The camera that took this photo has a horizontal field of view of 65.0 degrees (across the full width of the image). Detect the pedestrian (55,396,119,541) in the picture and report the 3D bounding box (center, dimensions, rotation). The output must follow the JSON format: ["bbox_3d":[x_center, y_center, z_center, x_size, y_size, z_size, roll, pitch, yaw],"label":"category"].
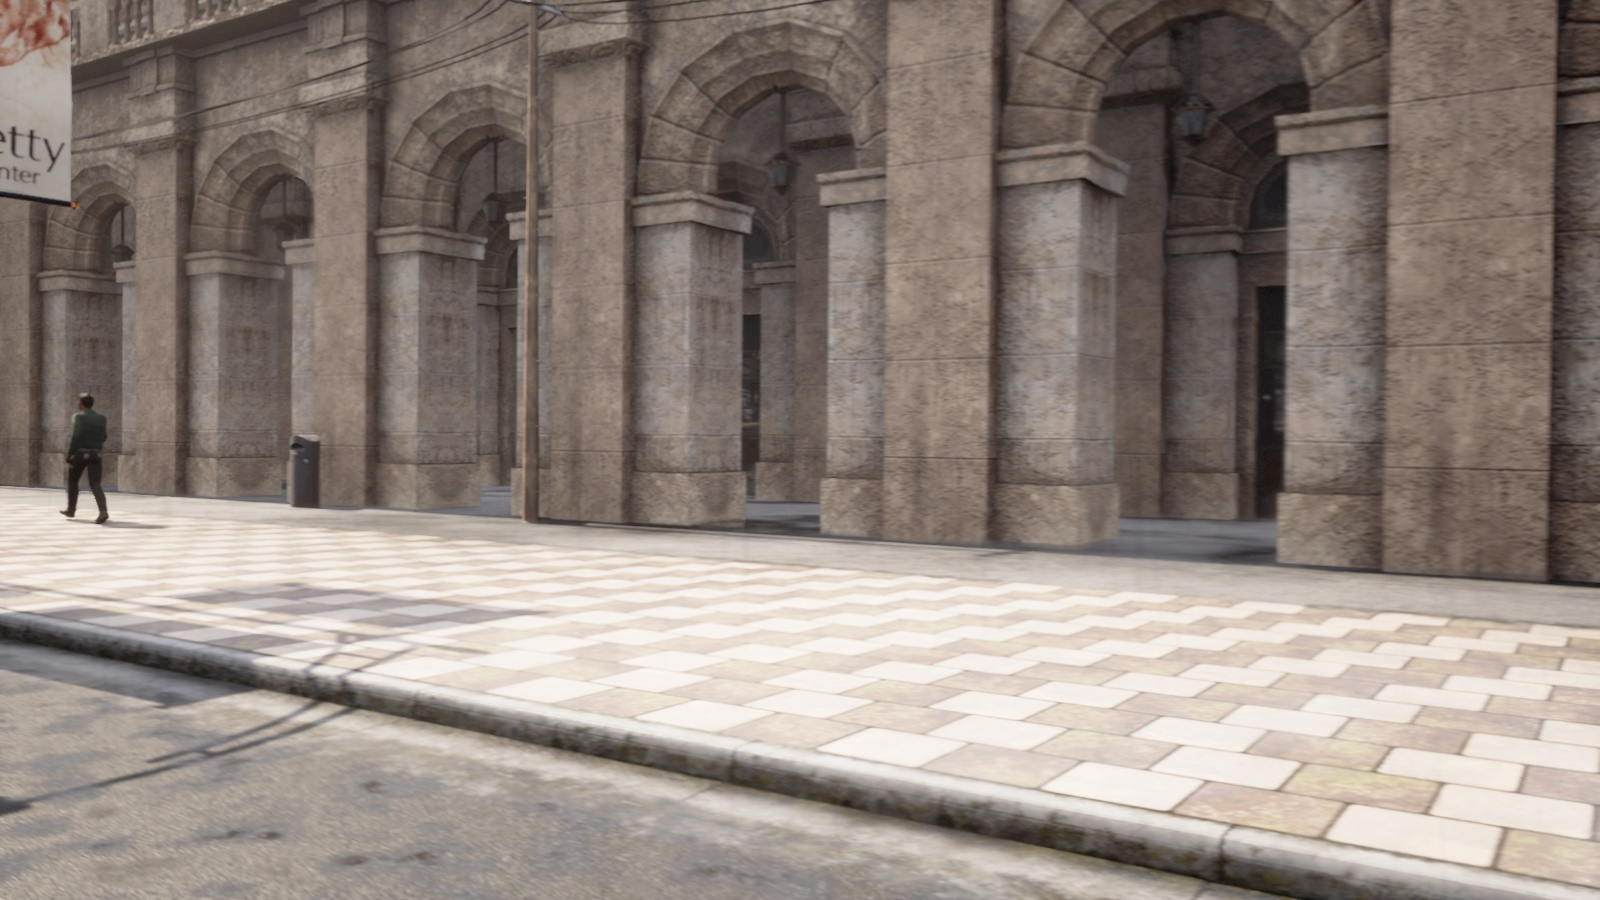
[{"bbox_3d":[-9.812,0.241,17.288,0.788,1.949,0.423,0,1,33],"label":"pedestrian"}]
